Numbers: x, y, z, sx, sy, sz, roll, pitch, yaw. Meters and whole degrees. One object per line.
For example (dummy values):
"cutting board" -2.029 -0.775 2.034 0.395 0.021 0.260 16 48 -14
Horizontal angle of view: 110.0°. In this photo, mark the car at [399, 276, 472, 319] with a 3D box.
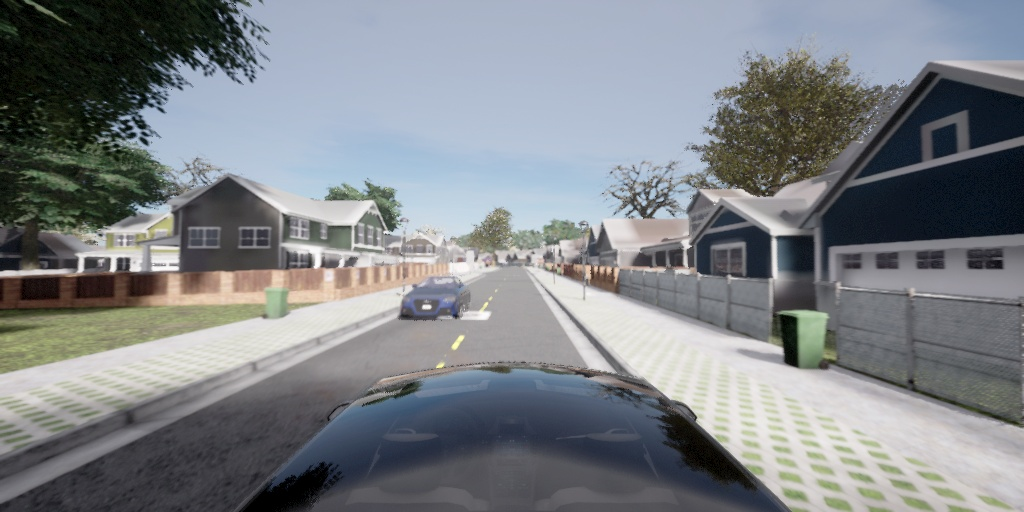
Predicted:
"car" -2.682 1.446 13.382 1.994 1.385 4.181 0 -1 1
